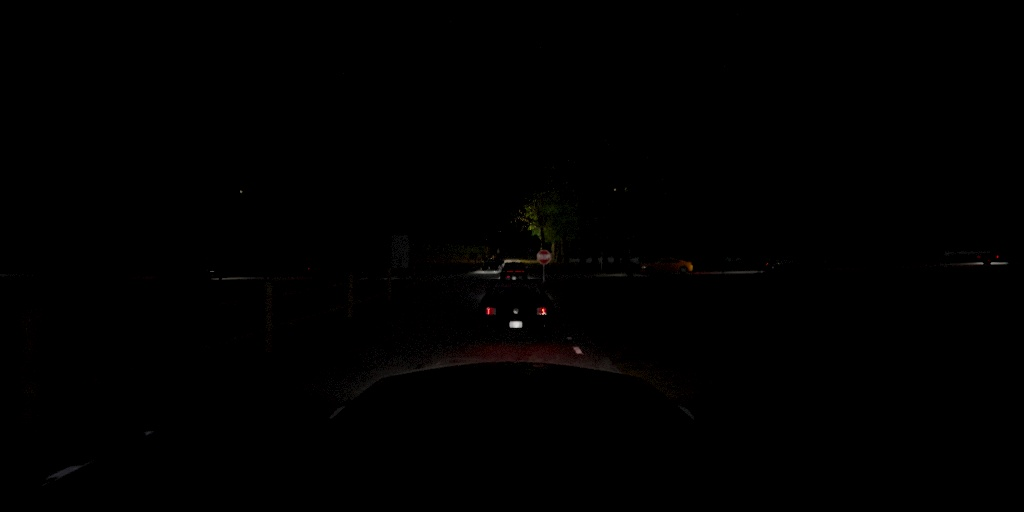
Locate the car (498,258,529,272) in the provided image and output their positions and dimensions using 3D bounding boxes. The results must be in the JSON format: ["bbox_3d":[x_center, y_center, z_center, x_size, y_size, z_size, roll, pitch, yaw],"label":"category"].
[{"bbox_3d":[0.147,1.165,26.691,1.837,1.490,4.892,0,1,0],"label":"car"}]

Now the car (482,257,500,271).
[{"bbox_3d":[-2.785,1.152,46.878,1.812,1.442,4.674,0,0,2],"label":"car"}]

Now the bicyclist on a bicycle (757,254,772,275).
[{"bbox_3d":[19.946,0.700,28.344,0.582,1.620,1.656,-1,0,0],"label":"bicyclist on a bicycle"}]

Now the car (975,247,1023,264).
[{"bbox_3d":[44.089,0.029,31.464,4.718,1.301,1.895,-2,-1,0],"label":"car"}]

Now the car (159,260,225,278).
[{"bbox_3d":[-27.910,1.175,31.343,4.892,1.490,1.837,2,-1,0],"label":"car"}]

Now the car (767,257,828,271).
[{"bbox_3d":[27.140,0.712,34.337,4.718,1.301,1.895,-2,-1,0],"label":"car"}]

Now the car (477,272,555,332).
[{"bbox_3d":[0.111,1.338,10.751,1.895,1.301,4.718,0,0,0],"label":"car"}]

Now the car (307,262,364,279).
[{"bbox_3d":[-15.403,1.220,31.348,4.674,1.442,1.812,0,-1,0],"label":"car"}]

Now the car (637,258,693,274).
[{"bbox_3d":[14.561,0.936,34.324,5.008,1.535,1.882,-1,-1,0],"label":"car"}]
